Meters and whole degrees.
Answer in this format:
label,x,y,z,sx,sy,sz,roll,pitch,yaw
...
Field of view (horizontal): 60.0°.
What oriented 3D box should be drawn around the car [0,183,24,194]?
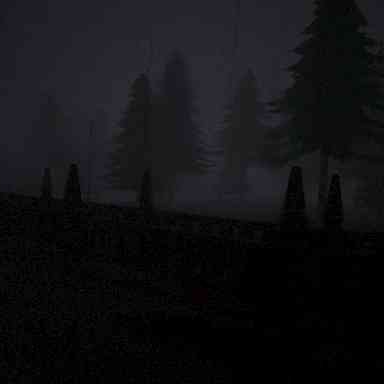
label,x,y,z,sx,sy,sz,roll,pitch,yaw
car,-20.921,-0.219,36.190,2.128,1.511,4.902,4,2,37
